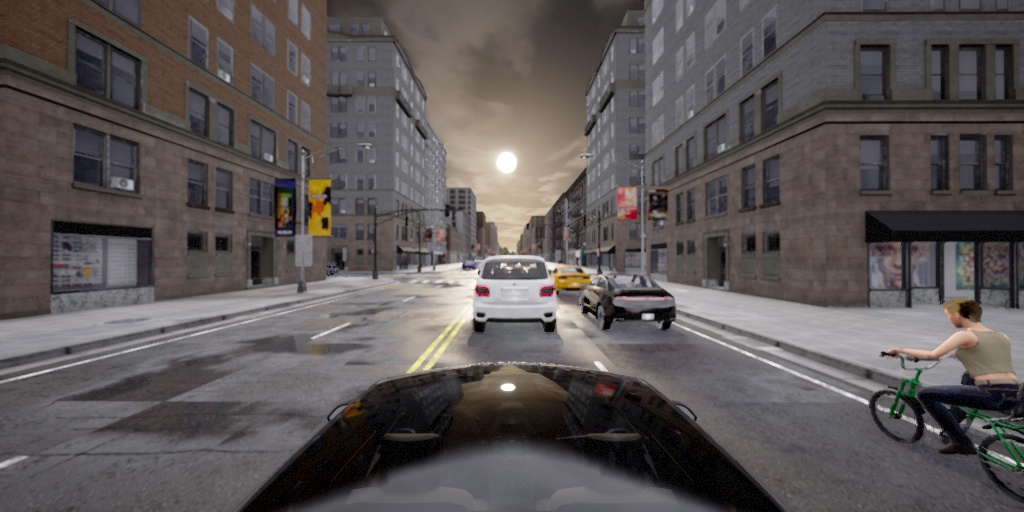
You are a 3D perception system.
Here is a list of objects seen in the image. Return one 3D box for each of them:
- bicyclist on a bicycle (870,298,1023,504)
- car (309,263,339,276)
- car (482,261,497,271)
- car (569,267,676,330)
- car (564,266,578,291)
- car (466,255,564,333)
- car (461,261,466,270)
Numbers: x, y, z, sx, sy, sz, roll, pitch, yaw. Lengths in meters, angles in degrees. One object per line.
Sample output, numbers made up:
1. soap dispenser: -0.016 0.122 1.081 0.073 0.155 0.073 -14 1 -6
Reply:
1. bicyclist on a bicycle: 4.127 1.191 3.372 0.866 1.612 1.509 0 1 0
2. car: -20.572 1.066 36.173 5.566 2.045 2.150 0 0 0
3. car: -3.478 1.509 56.091 1.994 1.385 4.181 0 0 0
4. car: 3.318 1.273 11.154 2.128 1.511 4.902 0 0 0
5. car: 3.202 1.293 20.672 1.882 1.535 5.008 0 0 0
6. car: 0.074 1.003 11.064 2.150 2.045 5.566 0 0 0
7. car: -6.727 1.422 56.092 1.882 1.535 5.008 0 0 0
